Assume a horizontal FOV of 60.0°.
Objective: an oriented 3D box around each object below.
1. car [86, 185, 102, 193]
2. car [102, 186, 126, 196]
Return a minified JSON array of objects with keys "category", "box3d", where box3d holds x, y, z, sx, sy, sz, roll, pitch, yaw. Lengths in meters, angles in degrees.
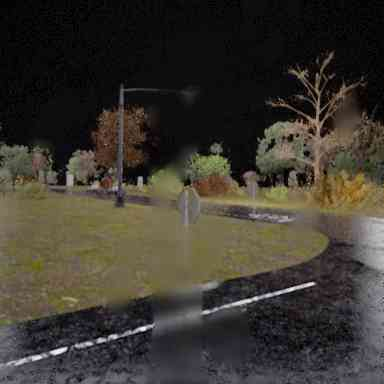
[{"category":"car","box3d":[-17.519,-0.530,59.978,1.812,1.442,4.674,0,2,-36]},{"category":"car","box3d":[-11.919,-0.221,52.191,1.812,1.442,4.674,0,2,-36]}]
